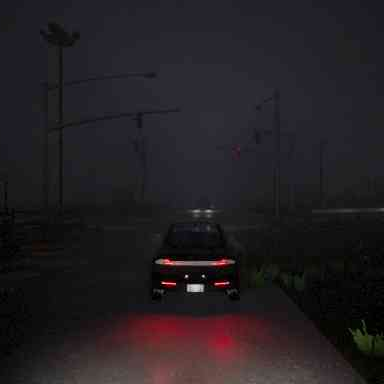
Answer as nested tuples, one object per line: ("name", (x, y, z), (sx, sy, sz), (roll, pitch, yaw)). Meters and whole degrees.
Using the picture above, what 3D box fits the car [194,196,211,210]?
("car", (1.422, 1.491, 42.909), (1.812, 1.442, 4.674), (0, 0, 3))

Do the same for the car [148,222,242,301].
("car", (0.079, 1.492, 8.323), (2.128, 1.511, 4.902), (0, 0, 0))

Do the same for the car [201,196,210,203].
("car", (2.830, 1.529, 68.932), (1.994, 1.385, 4.181), (0, 0, 3))

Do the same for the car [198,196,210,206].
("car", (2.029, 1.443, 54.754), (1.882, 1.535, 5.008), (0, 0, 3))
